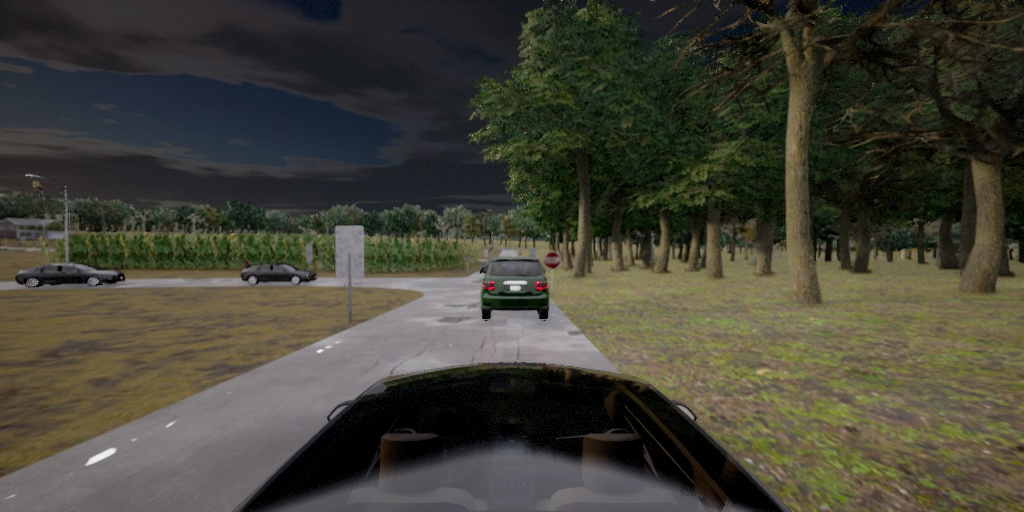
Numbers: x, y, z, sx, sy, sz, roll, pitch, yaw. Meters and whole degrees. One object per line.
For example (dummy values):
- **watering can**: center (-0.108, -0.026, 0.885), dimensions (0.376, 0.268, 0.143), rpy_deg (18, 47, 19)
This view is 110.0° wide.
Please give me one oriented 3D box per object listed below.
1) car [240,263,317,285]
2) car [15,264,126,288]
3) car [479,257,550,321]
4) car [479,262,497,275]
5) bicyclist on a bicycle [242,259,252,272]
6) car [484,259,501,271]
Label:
- **car**: center (-17.052, 1.301, 26.395), dimensions (4.892, 1.490, 1.837), rpy_deg (0, 2, -7)
- **car**: center (-29.102, 1.269, 23.818), dimensions (4.892, 1.490, 1.837), rpy_deg (0, 2, -19)
- **car**: center (0.098, 1.058, 13.103), dimensions (2.150, 2.045, 5.566), rpy_deg (0, -1, 0)
- **car**: center (-2.854, 1.483, 43.206), dimensions (1.895, 1.301, 4.718), rpy_deg (0, 0, 0)
- **bicyclist on a bicycle**: center (-23.457, 1.082, 31.725), dimensions (0.582, 1.620, 1.656), rpy_deg (1, 0, -11)
- **car**: center (-2.845, 1.272, 53.347), dimensions (2.128, 1.511, 4.902), rpy_deg (0, 1, 0)
